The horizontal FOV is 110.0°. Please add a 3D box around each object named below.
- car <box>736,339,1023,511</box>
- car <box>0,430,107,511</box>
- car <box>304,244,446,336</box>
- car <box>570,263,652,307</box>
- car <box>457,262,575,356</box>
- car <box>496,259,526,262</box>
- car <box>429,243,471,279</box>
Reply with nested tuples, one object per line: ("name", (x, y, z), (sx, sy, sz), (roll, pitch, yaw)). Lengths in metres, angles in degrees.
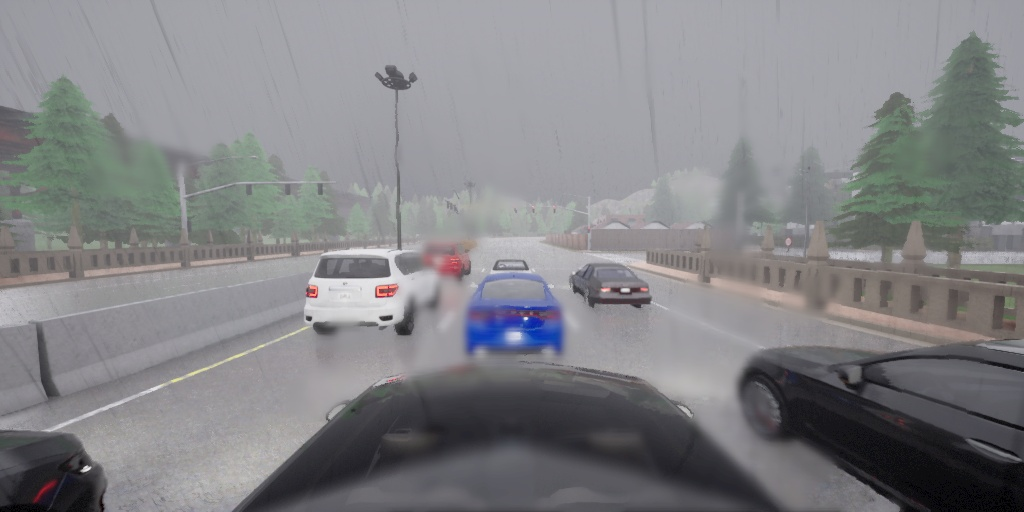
("car", (3.593, 1.275, 2.319), (1.812, 1.442, 4.674), (0, 1, 0))
("car", (-3.390, 1.255, 0.126), (1.837, 1.490, 4.892), (0, 0, -1))
("car", (-3.480, 0.803, 10.055), (2.150, 2.045, 5.566), (0, 2, -1))
("car", (3.477, 0.969, 13.596), (2.033, 1.411, 5.357), (0, 3, -1))
("car", (0.035, 1.115, 8.422), (1.882, 1.535, 5.008), (0, 2, 0))
("car", (-0.064, 0.796, 17.472), (1.895, 1.301, 4.718), (0, 3, -1))
("car", (-3.593, 0.259, 20.044), (2.150, 2.045, 5.566), (0, 4, -1))
